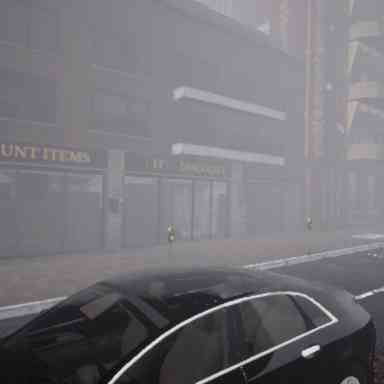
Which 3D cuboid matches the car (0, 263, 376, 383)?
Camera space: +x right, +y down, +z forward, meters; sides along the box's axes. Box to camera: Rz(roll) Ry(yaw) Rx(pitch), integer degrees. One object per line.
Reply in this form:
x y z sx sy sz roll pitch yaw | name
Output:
-0.282 1.512 2.867 4.892 1.490 1.837 0 0 -36 | car
